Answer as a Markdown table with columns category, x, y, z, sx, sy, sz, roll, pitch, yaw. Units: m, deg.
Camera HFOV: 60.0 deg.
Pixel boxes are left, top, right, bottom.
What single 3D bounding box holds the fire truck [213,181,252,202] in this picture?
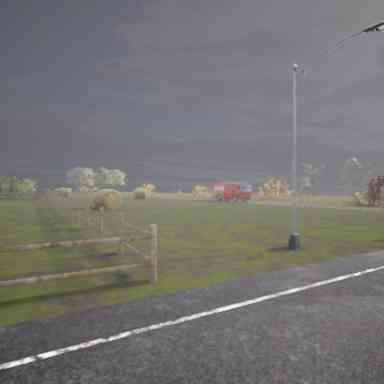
| category | x | y | z | sx | sy | sz | roll | pitch | yaw |
| --- | --- | --- | --- | --- | --- | --- | --- | --- | --- |
| fire truck | 7.697 | -0.116 | 63.967 | 2.891 | 3.827 | 8.468 | 2 | 0 | -32 |
